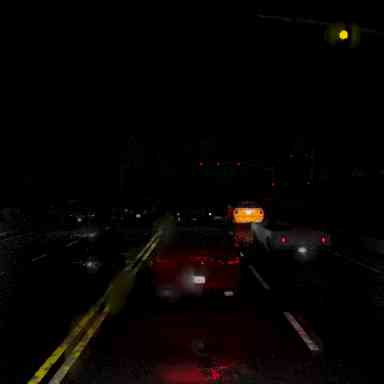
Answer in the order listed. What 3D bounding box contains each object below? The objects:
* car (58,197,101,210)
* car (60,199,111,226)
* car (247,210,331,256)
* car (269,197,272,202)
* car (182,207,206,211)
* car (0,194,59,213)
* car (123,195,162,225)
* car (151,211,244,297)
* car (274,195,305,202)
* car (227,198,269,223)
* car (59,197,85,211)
[{"bbox_3d":[-14.726,1.477,43.760,5.008,1.535,1.882,0,0,-2],"label":"car"},{"bbox_3d":[-7.000,1.492,23.202,2.128,1.511,4.902,0,0,1],"label":"car"},{"bbox_3d":[3.616,1.601,13.088,1.895,1.301,4.718,0,0,0],"label":"car"},{"bbox_3d":[14.897,1.352,58.841,4.553,1.767,2.097,0,0,-2],"label":"car"},{"bbox_3d":[0.125,1.547,18.864,2.033,1.411,5.357,0,0,0],"label":"car"},{"bbox_3d":[-18.214,1.221,36.657,5.566,2.045,2.150,0,0,-2],"label":"car"},{"bbox_3d":[-3.485,1.226,24.383,2.150,2.045,5.566,0,0,0],"label":"car"},{"bbox_3d":[0.110,1.478,8.642,1.882,1.535,5.008,0,0,0],"label":"car"},{"bbox_3d":[15.837,1.478,51.871,5.008,1.535,1.882,0,0,-2],"label":"car"},{"bbox_3d":[3.657,1.352,23.294,2.097,1.767,4.553,0,0,1],"label":"car"},{"bbox_3d":[-14.443,1.492,40.268,4.902,1.511,2.128,0,0,-2],"label":"car"}]
